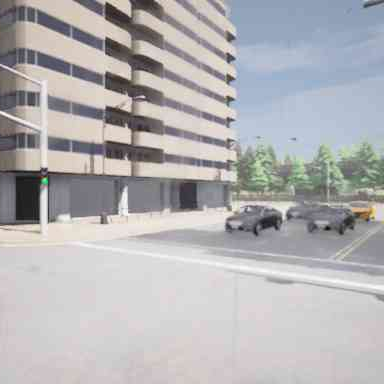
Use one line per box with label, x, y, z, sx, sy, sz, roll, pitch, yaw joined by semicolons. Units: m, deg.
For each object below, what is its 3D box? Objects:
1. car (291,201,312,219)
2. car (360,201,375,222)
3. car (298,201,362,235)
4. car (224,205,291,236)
car;8.953;1.496;26.471;2.128;1.511;4.902;0;0;35
car;13.381;1.481;26.690;1.882;1.535;5.008;0;0;35
car;7.995;1.494;18.997;2.128;1.511;4.902;0;0;35
car;3.551;1.495;18.750;2.128;1.511;4.902;0;0;35
